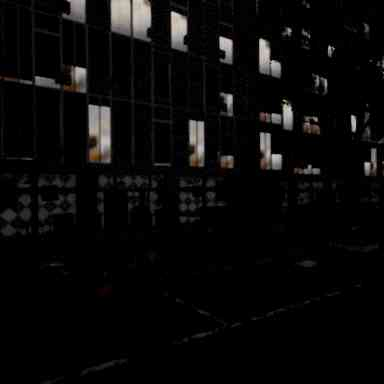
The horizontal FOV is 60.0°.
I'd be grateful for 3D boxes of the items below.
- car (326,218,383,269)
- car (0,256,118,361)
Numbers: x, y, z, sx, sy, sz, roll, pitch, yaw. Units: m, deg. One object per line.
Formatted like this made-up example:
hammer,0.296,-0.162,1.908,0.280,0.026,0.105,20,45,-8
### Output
car,6.188,1.548,10.941,4.206,1.307,1.802,0,0,-35
car,-3.088,1.581,4.369,4.206,1.307,1.802,0,0,-35
